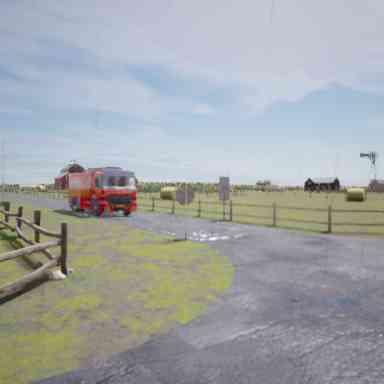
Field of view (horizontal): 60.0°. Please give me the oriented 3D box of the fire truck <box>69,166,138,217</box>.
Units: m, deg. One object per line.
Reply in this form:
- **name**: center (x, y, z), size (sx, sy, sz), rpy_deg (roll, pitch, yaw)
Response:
- **fire truck**: center (-7.590, -0.105, 27.440), size (2.891, 3.827, 8.468), rpy_deg (0, 1, -36)
